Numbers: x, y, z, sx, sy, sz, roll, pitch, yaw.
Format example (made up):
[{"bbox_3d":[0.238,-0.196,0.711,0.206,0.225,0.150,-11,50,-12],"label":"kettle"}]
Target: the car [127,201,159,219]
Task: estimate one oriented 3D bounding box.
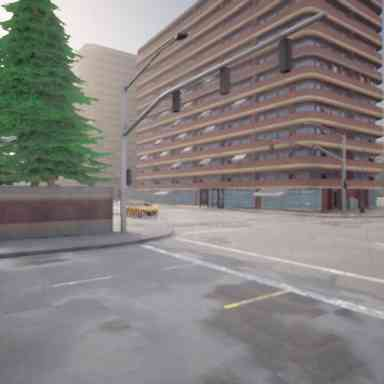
[{"bbox_3d":[-4.823,1.561,30.375,1.882,1.535,5.008,0,0,-35],"label":"car"}]
